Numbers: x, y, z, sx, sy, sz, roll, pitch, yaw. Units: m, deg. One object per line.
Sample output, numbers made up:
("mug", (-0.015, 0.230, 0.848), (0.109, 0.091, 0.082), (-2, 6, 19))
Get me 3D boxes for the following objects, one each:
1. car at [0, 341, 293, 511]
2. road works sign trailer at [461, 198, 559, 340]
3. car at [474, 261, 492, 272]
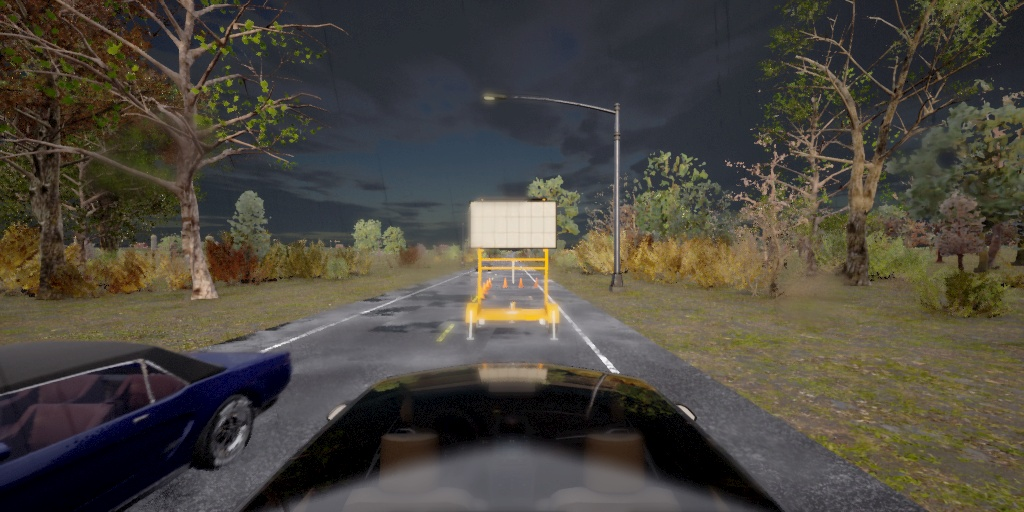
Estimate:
("car", (-3.593, 1.351, 2.092), (1.895, 1.301, 4.718), (0, 0, 0))
("road works sign trailer", (0.038, 0.211, 9.951), (2.380, 3.560, 2.880), (0, 0, 1))
("car", (-3.592, 1.235, 45.598), (1.837, 1.490, 4.892), (0, 0, 0))
